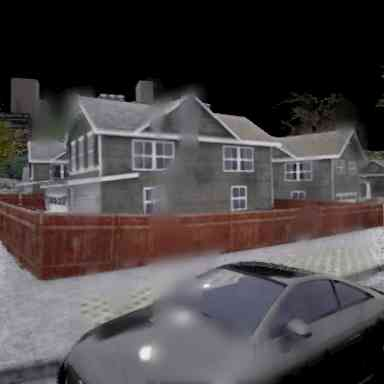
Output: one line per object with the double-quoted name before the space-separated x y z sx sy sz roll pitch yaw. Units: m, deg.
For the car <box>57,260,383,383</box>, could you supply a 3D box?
"car" 0.723 1.572 3.805 4.181 1.385 1.994 0 0 -37
